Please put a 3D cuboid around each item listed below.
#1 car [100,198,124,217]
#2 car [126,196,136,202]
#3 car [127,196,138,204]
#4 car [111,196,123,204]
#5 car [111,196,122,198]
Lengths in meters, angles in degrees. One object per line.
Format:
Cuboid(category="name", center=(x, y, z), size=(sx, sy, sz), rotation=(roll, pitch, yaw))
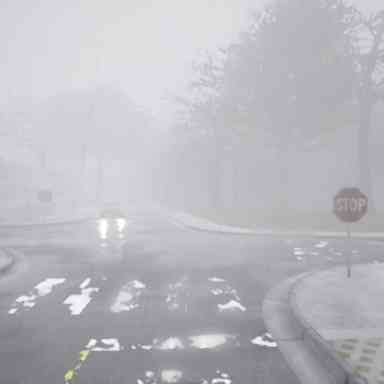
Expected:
Cuboid(category="car", center=(-7.140, 1.526, 29.998), size=(1.895, 1.301, 4.718), rotation=(0, 0, -11))
Cuboid(category="car", center=(-13.109, 1.472, 71.547), size=(1.895, 1.301, 4.718), rotation=(0, 0, -12))
Cuboid(category="car", center=(-10.918, 1.490, 61.328), size=(2.128, 1.511, 4.902), rotation=(0, 0, -12))
Cuboid(category="car", center=(-14.169, 1.496, 63.288), size=(2.128, 1.511, 4.902), rotation=(0, 0, -12))
Cuboid(category="car", center=(-10.355, 1.408, 45.164), size=(1.882, 1.535, 5.008), rotation=(0, 0, -12))
